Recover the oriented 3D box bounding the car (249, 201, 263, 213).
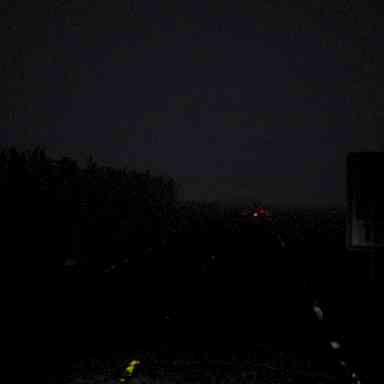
[{"bbox_3d":[8.702,2.007,45.256,1.812,1.442,4.674,1,0,11],"label":"car"}]

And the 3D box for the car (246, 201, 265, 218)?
[{"bbox_3d":[6.762,1.982,35.144,1.895,1.301,4.718,1,0,12],"label":"car"}]
